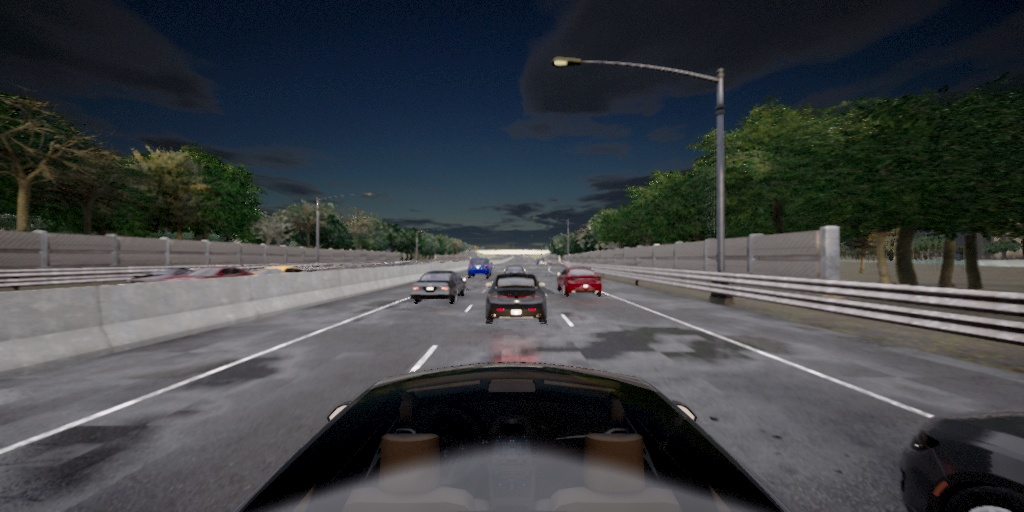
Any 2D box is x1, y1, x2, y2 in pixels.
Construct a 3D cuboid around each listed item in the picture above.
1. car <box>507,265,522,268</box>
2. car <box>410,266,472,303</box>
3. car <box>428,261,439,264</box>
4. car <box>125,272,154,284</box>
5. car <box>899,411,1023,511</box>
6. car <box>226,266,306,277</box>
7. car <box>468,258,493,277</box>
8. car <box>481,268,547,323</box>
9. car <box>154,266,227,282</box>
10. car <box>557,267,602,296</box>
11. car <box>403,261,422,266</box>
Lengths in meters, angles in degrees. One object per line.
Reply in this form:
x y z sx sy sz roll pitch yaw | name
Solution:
0.238 1.502 31.976 2.033 1.411 5.357 0 0 0 | car
-3.357 1.401 17.191 2.033 1.411 5.357 0 0 0 | car
-13.567 1.646 62.967 1.882 1.535 5.008 0 0 1 | car
-21.026 1.450 22.112 1.994 1.385 4.181 0 0 0 | car
3.601 1.245 0.425 1.837 1.490 4.892 0 -1 0 | car
-14.030 1.359 21.447 1.882 1.535 5.008 0 0 0 | car
-3.227 1.209 36.823 2.150 2.045 5.566 0 0 0 | car
0.129 1.326 12.374 1.837 1.490 4.892 0 0 0 | car
-17.521 1.357 21.121 1.882 1.535 5.008 0 0 0 | car
3.662 1.352 20.186 1.882 1.535 5.008 0 0 0 | car
-17.058 1.769 63.001 1.895 1.301 4.718 0 0 1 | car
